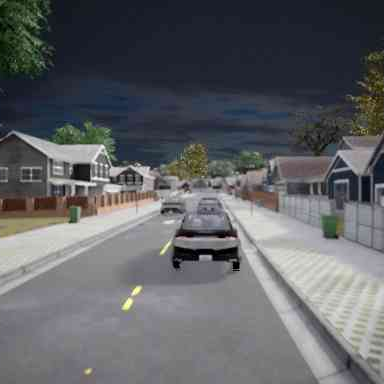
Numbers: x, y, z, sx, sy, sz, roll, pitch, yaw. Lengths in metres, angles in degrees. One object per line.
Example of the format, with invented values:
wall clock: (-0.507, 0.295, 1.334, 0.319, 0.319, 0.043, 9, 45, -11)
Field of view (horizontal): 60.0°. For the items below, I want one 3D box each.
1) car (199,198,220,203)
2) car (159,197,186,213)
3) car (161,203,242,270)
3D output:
car: (1.308, 1.148, 24.823, 2.033, 1.411, 5.357, 0, 1, 4)
car: (-1.435, 1.104, 27.831, 2.033, 1.411, 5.357, 0, 1, 4)
car: (0.462, 1.317, 10.357, 2.128, 1.511, 4.902, 0, 1, 3)
